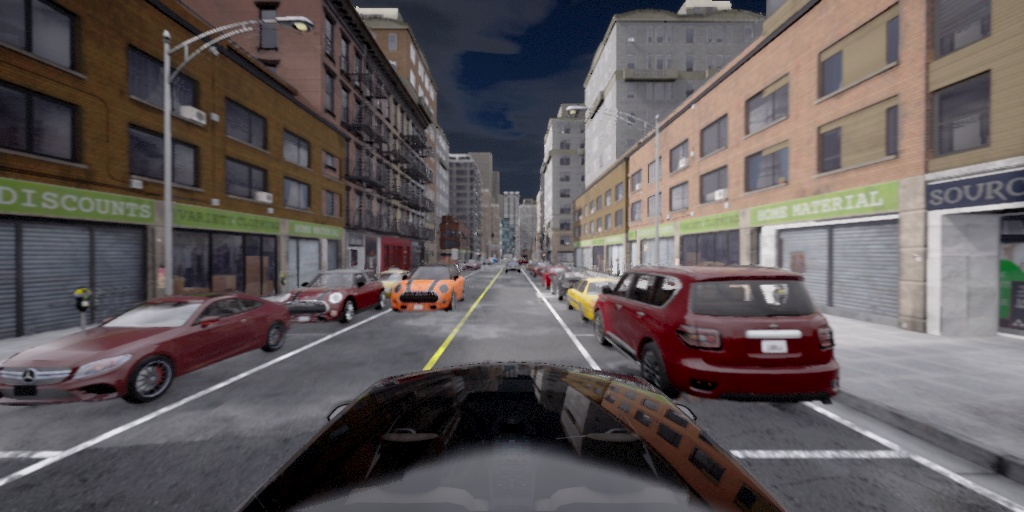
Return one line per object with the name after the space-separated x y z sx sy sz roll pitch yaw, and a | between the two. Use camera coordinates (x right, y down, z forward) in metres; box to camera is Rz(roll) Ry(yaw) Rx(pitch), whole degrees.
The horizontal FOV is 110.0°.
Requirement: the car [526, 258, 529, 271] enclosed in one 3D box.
2.841 1.219 39.259 1.967 1.591 4.097 0 0 0 | car

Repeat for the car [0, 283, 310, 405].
-5.671 1.331 6.276 1.802 1.307 4.207 0 0 0 | car

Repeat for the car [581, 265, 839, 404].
2.855 1.065 6.279 2.192 1.841 5.009 0 0 0 | car

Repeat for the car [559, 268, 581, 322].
2.852 1.276 11.946 1.751 1.417 4.829 0 0 0 | car

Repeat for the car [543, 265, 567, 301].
2.850 1.304 17.272 2.007 1.370 4.403 0 0 0 | car

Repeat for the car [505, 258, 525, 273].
0.093 1.334 43.142 2.033 1.411 5.357 0 0 -1 | car

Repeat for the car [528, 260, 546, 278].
2.843 1.211 33.762 1.967 1.591 4.097 0 0 0 | car

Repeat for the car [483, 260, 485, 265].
-5.691 1.377 55.745 1.948 1.339 4.313 0 0 0 | car

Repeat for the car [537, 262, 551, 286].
2.848 1.304 22.769 1.888 1.381 4.507 0 0 0 | car

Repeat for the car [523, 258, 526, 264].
2.837 1.325 50.423 1.751 1.417 4.829 0 0 0 | car

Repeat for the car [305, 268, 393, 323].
-5.673 1.190 11.772 1.967 1.591 4.097 0 0 0 | car

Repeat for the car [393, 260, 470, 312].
-3.095 1.104 14.101 2.097 1.767 4.553 0 0 0 | car

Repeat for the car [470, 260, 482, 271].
-5.689 1.239 50.249 1.967 1.591 4.097 0 0 0 | car
